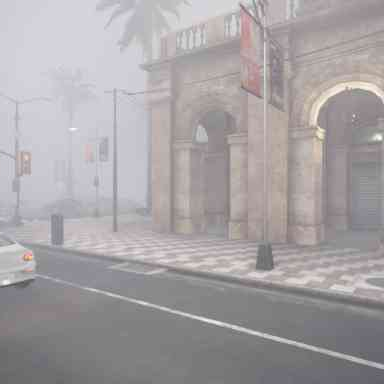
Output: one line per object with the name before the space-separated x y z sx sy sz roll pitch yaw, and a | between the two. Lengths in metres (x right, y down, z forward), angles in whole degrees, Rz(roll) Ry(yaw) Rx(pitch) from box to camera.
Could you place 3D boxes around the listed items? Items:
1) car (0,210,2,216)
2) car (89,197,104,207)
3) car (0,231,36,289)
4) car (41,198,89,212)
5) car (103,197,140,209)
car | -18.056 1.564 27.397 1.994 1.385 4.181 0 0 36
car | -13.786 1.513 51.035 2.161 1.482 4.786 0 0 35
car | -5.527 1.526 7.900 4.674 1.442 1.812 0 0 36
car | -14.809 1.505 38.287 1.837 1.490 4.892 0 0 36
car | -9.410 1.601 45.822 1.895 1.301 4.718 0 0 36
